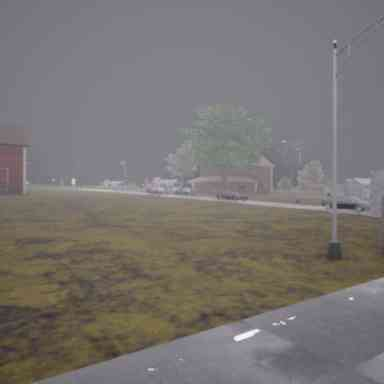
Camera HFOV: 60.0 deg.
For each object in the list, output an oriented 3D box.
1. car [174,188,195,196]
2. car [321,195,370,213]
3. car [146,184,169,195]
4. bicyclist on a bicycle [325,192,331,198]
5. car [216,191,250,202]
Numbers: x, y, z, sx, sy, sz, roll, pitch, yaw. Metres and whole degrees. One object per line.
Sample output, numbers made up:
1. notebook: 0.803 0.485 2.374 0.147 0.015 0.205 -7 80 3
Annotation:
1. car: -1.286 -0.003 57.643 1.812 1.442 4.674 0 2 -35
2. car: 14.396 1.061 30.782 2.128 1.511 4.902 0 2 -36
3. car: -5.801 -0.126 59.125 1.812 1.442 4.674 0 2 -36
4. bicyclist on a bicycle: 15.998 0.866 38.821 1.656 1.620 0.582 1 1 -36
5. car: 5.276 0.595 43.506 1.895 1.301 4.718 0 2 -36
